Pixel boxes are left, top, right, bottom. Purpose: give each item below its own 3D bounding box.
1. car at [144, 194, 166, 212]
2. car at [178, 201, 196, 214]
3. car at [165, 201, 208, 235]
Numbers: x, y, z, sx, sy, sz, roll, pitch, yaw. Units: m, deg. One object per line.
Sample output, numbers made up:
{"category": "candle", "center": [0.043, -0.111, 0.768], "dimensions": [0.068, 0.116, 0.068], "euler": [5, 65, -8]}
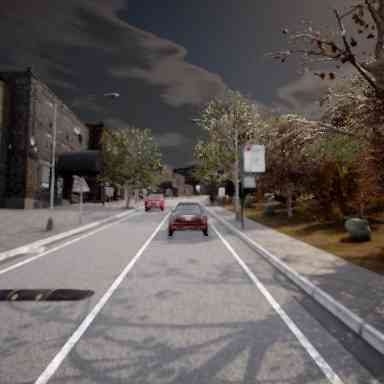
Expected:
{"category": "car", "center": [-4.306, 1.281, 39.538], "dimensions": [2.150, 2.045, 5.566], "euler": [0, 0, -1]}
{"category": "car", "center": [-0.554, 1.654, 36.544], "dimensions": [1.895, 1.301, 4.718], "euler": [0, 0, -1]}
{"category": "car", "center": [-0.227, 1.380, 19.074], "dimensions": [2.097, 1.767, 4.553], "euler": [0, 0, -1]}
